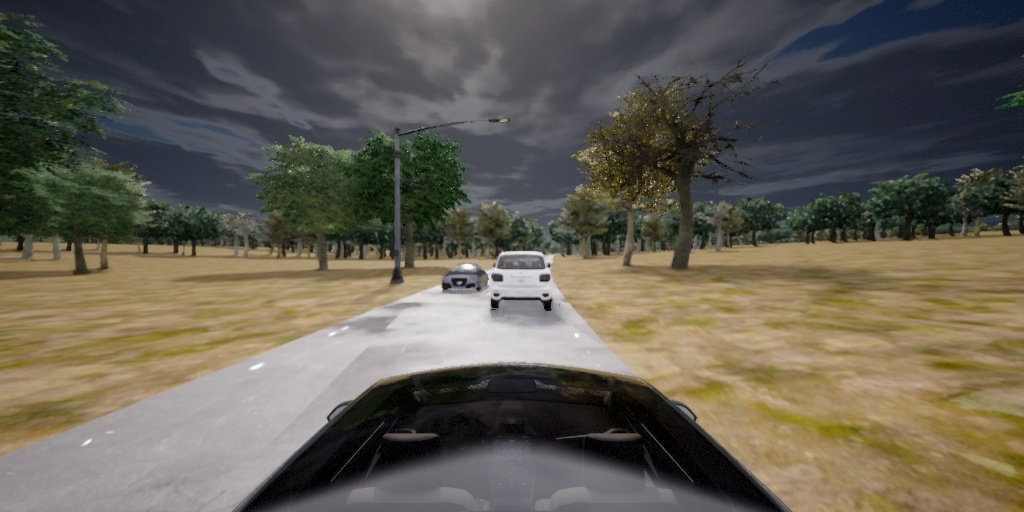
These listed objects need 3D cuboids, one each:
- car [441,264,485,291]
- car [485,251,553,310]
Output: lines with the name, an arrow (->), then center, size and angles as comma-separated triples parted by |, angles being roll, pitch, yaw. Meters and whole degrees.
car -> -2.499, 1.112, 19.704 | 1.994, 1.385, 4.181 | 0, 1, 3
car -> 0.390, 0.841, 14.205 | 2.150, 2.045, 5.566 | 0, 1, 2
